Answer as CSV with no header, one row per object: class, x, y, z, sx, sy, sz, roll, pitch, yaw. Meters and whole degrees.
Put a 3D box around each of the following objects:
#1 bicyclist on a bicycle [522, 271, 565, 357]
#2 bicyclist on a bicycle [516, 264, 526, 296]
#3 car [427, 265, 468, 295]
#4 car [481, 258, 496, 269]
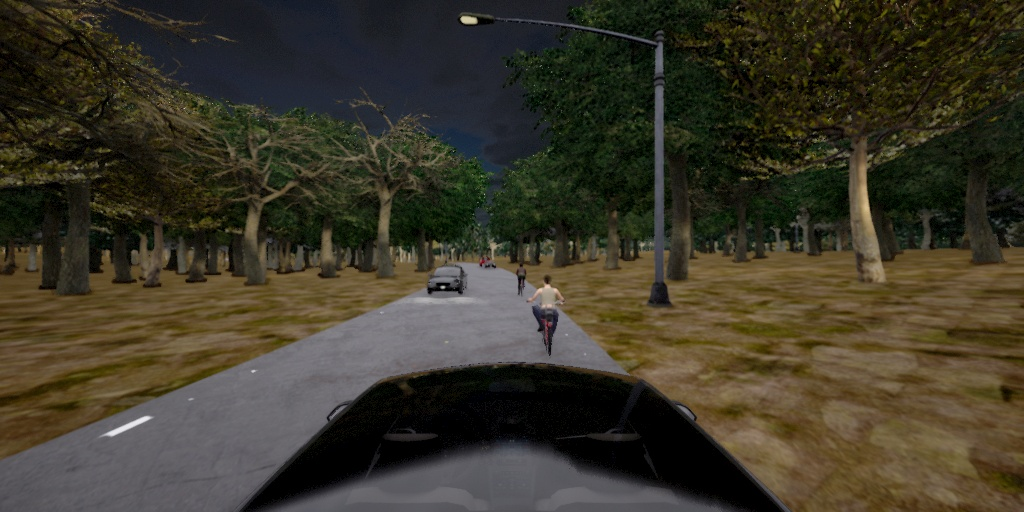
bicyclist on a bicycle,0.737,1.203,7.623,0.866,1.612,1.509,0,0,0
bicyclist on a bicycle,0.483,1.251,18.426,0.582,1.620,1.656,0,-1,-2
car,-3.525,1.304,20.215,1.837,1.490,4.892,0,0,-2
car,-3.907,1.551,63.338,1.895,1.301,4.718,0,0,-7
